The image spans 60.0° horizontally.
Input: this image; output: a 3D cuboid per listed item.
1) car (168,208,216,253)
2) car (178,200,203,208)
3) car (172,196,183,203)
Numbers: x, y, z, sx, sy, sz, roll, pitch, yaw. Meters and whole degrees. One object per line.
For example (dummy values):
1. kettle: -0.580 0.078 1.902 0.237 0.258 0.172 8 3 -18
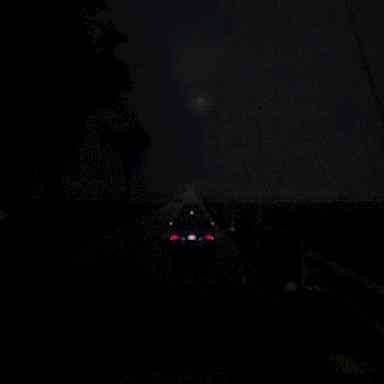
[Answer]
1. car: -0.006 1.626 13.961 2.033 1.411 5.357 0 0 0
2. car: -0.011 1.653 29.267 1.994 1.385 4.181 0 0 0
3. car: -2.788 1.440 65.356 1.812 1.442 4.674 0 0 0
